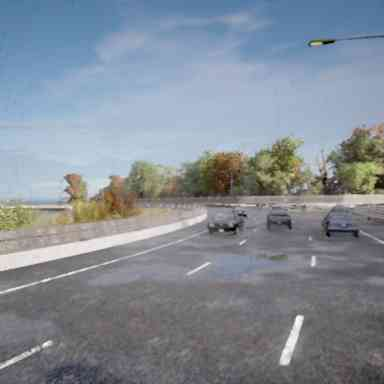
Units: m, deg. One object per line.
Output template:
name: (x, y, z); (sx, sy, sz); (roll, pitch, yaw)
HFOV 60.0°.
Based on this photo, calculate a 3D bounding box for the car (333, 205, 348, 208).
car: (24.140, 2.752, 53.964); (1.994, 1.385, 4.181); (-2, -2, 42)

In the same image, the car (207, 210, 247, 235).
car: (2.471, 2.174, 23.046); (1.895, 1.301, 4.718); (-1, -2, 16)

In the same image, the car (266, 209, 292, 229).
car: (7.145, 2.138, 27.384); (2.128, 1.511, 4.902); (-1, -1, 13)

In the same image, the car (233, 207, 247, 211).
car: (6.048, 2.588, 42.584); (2.033, 1.411, 5.357); (-1, -1, 5)

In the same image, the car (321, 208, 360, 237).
car: (9.532, 2.028, 21.583); (2.033, 1.411, 5.357); (-1, -2, 18)
